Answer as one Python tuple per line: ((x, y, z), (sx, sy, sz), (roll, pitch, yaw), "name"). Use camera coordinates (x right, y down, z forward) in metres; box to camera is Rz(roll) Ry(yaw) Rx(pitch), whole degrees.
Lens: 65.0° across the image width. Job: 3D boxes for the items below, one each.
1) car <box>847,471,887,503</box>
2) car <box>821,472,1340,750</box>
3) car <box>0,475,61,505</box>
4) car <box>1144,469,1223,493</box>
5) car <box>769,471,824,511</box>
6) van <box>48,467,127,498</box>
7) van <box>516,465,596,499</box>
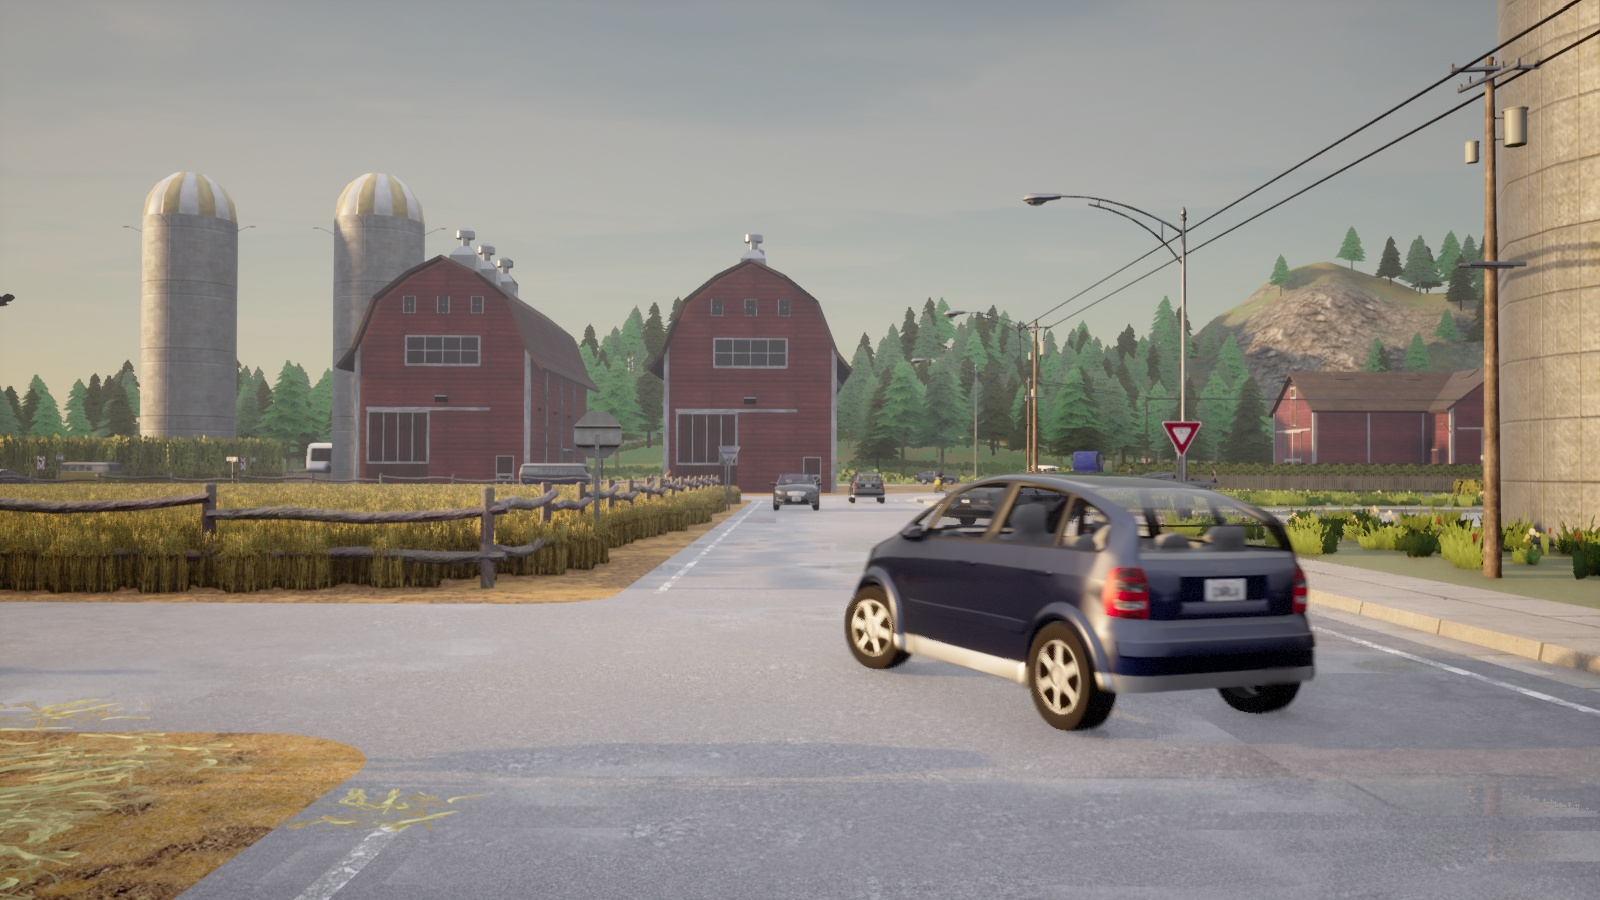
((3.324, 1.836, 62.750), (1.789, 1.549, 3.705), (0, -1, 0), "car")
((1.753, 0.939, 9.070), (1.789, 1.549, 3.705), (1, -1, -24), "car")
((-41.739, 2.093, 65.726), (1.837, 1.490, 4.892), (-1, -1, 41), "car")
((25.087, 2.045, 82.223), (4.514, 1.525, 2.007), (0, -1, -1), "car")
((-0.137, 1.630, 51.025), (2.128, 1.511, 4.902), (0, -1, 0), "car")
((-47.538, 2.168, 83.840), (4.442, 1.987, 1.775), (0, -1, 10), "van")
((-14.423, 1.875, 74.264), (4.442, 1.987, 1.775), (0, -1, -3), "van")
